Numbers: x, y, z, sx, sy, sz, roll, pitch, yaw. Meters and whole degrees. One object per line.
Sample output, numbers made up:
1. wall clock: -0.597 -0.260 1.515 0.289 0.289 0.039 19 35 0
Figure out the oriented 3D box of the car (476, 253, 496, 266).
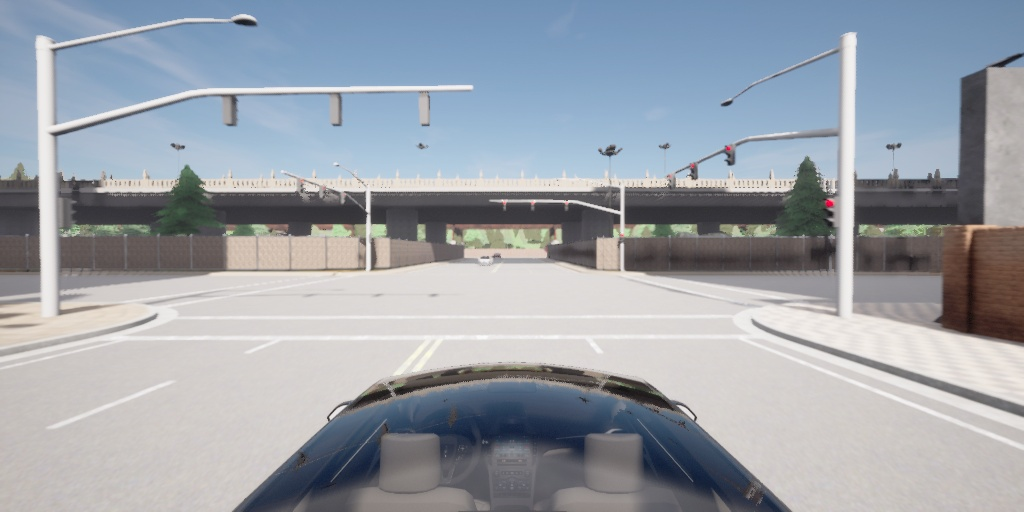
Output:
1. car: -3.488 0.626 47.540 1.812 1.442 4.674 0 2 0
